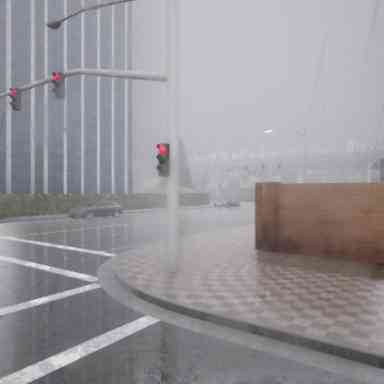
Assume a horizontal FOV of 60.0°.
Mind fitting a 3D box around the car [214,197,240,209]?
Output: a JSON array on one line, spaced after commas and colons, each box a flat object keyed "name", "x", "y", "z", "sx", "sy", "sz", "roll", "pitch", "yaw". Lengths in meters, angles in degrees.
[{"name": "car", "x": 4.793, "y": 1.480, "z": 45.195, "sx": 2.128, "sy": 1.511, "sz": 4.902, "roll": 0, "pitch": 0, "yaw": 36}]

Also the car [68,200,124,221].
[{"name": "car", "x": -7.850, "y": 1.492, "z": 27.539, "sx": 1.837, "sy": 1.490, "sz": 4.892, "roll": 0, "pitch": 0, "yaw": 35}]
